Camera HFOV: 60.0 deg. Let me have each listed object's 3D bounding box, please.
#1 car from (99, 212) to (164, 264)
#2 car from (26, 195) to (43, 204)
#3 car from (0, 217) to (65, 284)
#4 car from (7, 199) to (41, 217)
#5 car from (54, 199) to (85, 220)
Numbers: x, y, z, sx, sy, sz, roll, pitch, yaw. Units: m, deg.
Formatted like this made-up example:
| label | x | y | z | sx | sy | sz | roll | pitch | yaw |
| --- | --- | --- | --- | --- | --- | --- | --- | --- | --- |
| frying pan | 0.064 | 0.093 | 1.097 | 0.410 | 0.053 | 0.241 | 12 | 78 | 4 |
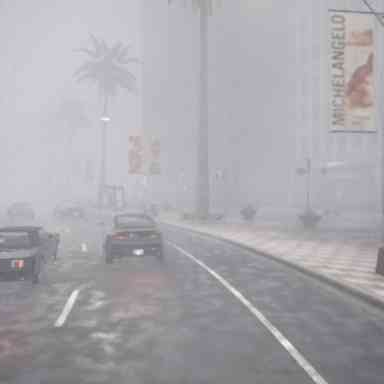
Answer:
| label | x | y | z | sx | sy | sz | roll | pitch | yaw |
| --- | --- | --- | --- | --- | --- | --- | --- | --- | --- |
| car | -2.258 | 1.508 | 12.072 | 1.837 | 1.490 | 4.892 | 0 | 0 | -17 |
| car | -32.993 | 1.457 | 69.995 | 2.185 | 1.767 | 4.553 | 0 | 0 | -32 |
| car | -4.953 | 1.617 | 9.330 | 1.895 | 1.301 | 4.718 | 0 | 0 | -15 |
| car | -14.728 | 1.595 | 28.608 | 2.033 | 1.411 | 5.357 | 0 | 0 | -32 |
| car | -10.306 | 1.554 | 28.022 | 1.812 | 1.442 | 4.674 | 0 | 0 | -31 |
